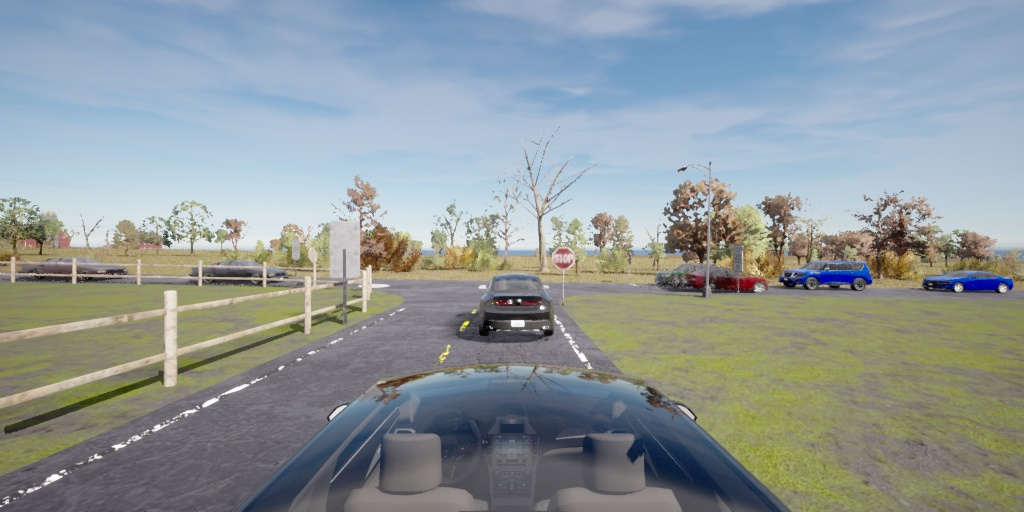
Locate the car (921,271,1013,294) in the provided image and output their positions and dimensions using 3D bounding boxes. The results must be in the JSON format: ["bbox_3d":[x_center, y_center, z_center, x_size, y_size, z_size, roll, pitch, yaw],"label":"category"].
[{"bbox_3d":[32.560,1.805,25.733,5.008,1.535,1.882,1,1,0],"label":"car"}]

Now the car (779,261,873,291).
[{"bbox_3d":[22.478,1.371,25.785,5.566,2.045,2.150,1,1,0],"label":"car"}]

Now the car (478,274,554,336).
[{"bbox_3d":[0.079,1.252,10.377,1.837,1.490,4.892,0,0,-1],"label":"car"}]

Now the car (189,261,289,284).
[{"bbox_3d":[-17.419,1.008,22.999,5.357,1.411,2.033,1,1,0],"label":"car"}]

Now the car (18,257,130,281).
[{"bbox_3d":[-28.050,0.805,23.036,5.357,1.411,2.033,1,1,0],"label":"car"}]

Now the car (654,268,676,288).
[{"bbox_3d":[12.690,1.327,25.770,4.553,1.767,2.097,1,1,-1],"label":"car"}]

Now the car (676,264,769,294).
[{"bbox_3d":[13.555,1.514,22.873,5.008,1.535,1.882,1,1,0],"label":"car"}]
